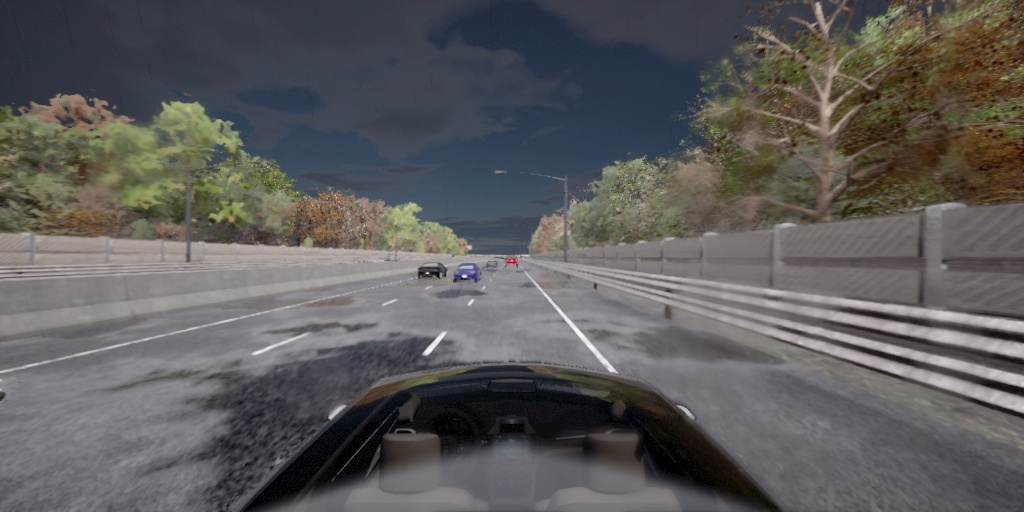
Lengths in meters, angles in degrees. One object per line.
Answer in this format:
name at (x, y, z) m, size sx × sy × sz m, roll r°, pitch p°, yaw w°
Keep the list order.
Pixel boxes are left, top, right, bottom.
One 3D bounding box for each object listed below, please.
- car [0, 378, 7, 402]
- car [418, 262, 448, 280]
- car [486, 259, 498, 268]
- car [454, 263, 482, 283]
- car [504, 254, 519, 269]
car at (-6.899, 1.239, 2.116) m, size 2.128 × 1.511 × 4.902 m, roll 0°, pitch 0°, yaw 0°
car at (-6.936, 1.248, 31.791) m, size 1.882 × 1.535 × 5.008 m, roll 0°, pitch 0°, yaw 0°
car at (-3.481, 1.324, 63.648) m, size 2.128 × 1.511 × 4.902 m, roll 0°, pitch 0°, yaw 0°
car at (-3.431, 1.293, 28.167) m, size 1.812 × 1.442 × 4.674 m, roll 0°, pitch 0°, yaw 0°
car at (-0.070, 0.759, 56.561) m, size 2.150 × 2.045 × 5.566 m, roll 0°, pitch 0°, yaw 0°
